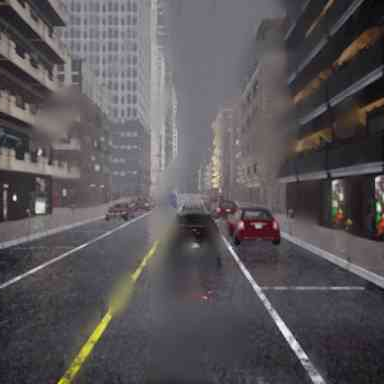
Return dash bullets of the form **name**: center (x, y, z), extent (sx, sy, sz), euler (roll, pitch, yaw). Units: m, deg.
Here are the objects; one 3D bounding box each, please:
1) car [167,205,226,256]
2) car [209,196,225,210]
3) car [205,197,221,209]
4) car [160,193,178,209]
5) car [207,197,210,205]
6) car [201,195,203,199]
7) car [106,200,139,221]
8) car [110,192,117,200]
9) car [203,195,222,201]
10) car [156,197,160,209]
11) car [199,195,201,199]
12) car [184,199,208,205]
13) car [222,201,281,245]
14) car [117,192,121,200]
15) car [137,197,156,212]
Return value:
- **car**: center (0.083, 1.481, 13.015), extent (1.837, 1.490, 4.892), euler (0, 0, 0)
- **car**: center (2.693, 1.394, 26.743), extent (1.967, 1.590, 4.097), euler (0, 0, 0)
- **car**: center (2.694, 1.455, 43.960), extent (1.752, 1.417, 4.829), euler (0, 0, 0)
- **car**: center (-3.082, 1.149, 44.121), extent (2.150, 2.045, 5.566), euler (0, 0, 0)
- **car**: center (2.693, 1.471, 32.596), extent (1.752, 1.417, 4.829), euler (0, 0, 0)
- **car**: center (2.693, 1.488, 49.473), extent (1.947, 1.339, 4.313), euler (0, 0, 0)
- **car**: center (-5.688, 1.536, 26.741), extent (1.802, 1.307, 4.206), euler (0, 0, 0)
- **car**: center (-17.556, 0.912, 63.157), extent (5.009, 1.841, 2.192), euler (1, -1, 0)
- **car**: center (2.694, 1.253, 38.108), extent (2.192, 1.841, 5.009), euler (0, 0, 0)
- **car**: center (-5.687, 1.370, 43.789), extent (1.967, 1.590, 4.097), euler (0, 0, 0)
- **car**: center (2.745, 1.459, 91.497), extent (1.802, 1.307, 4.206), euler (0, 0, 0)
- **car**: center (0.083, 1.553, 28.083), extent (1.895, 1.301, 4.718), euler (0, 0, 0)
- **car**: center (2.693, 1.413, 15.377), extent (1.967, 1.590, 4.097), euler (0, 0, 0)
- **car**: center (-17.691, 0.920, 71.535), extent (5.009, 1.841, 2.192), euler (1, -1, 0)
- **car**: center (-5.687, 1.377, 38.106), extent (1.967, 1.590, 4.097), euler (0, 0, 0)
